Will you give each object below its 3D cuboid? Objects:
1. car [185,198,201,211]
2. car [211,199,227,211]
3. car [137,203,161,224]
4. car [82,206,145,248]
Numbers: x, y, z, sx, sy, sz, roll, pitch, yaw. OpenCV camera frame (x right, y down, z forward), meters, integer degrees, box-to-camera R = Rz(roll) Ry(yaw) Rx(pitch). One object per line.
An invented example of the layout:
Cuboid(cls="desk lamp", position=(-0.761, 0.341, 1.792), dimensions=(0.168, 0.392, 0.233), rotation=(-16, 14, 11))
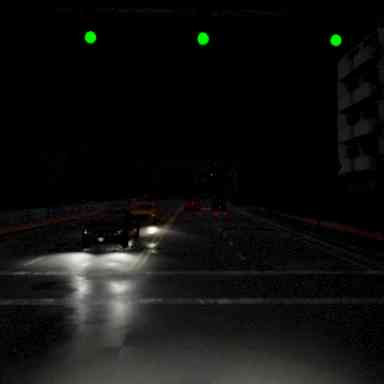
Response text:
Cuboid(cls="car", position=(0.114, 1.560, 44.580), dimensions=(2.097, 1.767, 4.553), rotation=(0, 0, 1))
Cuboid(cls="car", position=(3.617, 1.734, 45.049), dimensions=(1.812, 1.442, 4.674), rotation=(0, 0, 1))
Cuboid(cls="car", position=(-3.537, 1.599, 25.834), dimensions=(1.882, 1.535, 5.008), rotation=(0, 0, 0))
Cuboid(cls="car", position=(-3.561, 1.598, 15.360), dimensions=(1.812, 1.442, 4.674), rotation=(0, 0, 0))
